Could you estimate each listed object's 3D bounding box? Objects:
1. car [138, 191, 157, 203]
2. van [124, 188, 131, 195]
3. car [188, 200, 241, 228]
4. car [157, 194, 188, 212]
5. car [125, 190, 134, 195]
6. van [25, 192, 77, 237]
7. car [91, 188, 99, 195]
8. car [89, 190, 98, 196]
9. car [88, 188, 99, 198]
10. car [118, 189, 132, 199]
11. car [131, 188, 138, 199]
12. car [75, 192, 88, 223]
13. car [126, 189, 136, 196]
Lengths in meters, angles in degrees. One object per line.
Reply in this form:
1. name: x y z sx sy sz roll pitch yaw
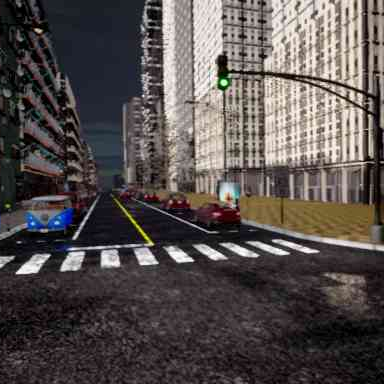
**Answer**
1. car: -5.722 0.560 44.960 1.967 1.590 4.097 -1 1 -15
2. van: -16.983 -0.259 87.716 1.690 1.788 3.998 -1 1 -15
3. car: 1.316 1.169 18.239 1.802 1.307 4.206 -1 1 -15
4. car: -1.500 0.839 28.926 1.967 1.590 4.097 -1 1 -15
5. car: -15.573 0.070 82.375 1.802 1.307 4.206 -1 1 -15
6. van: -6.790 1.082 16.104 1.690 1.788 3.998 -1 1 -15
7. car: -26.493 -0.218 90.929 2.192 1.841 5.009 -1 1 -15
8. car: -23.677 0.208 80.244 1.947 1.339 4.313 -1 1 -15
9. car: -19.456 0.351 64.208 1.967 1.590 4.097 -1 1 -15
10. car: -11.711 0.544 57.514 1.895 1.301 4.718 -1 1 -15
11. car: -8.537 0.489 55.651 2.008 1.369 4.403 -1 1 -15
12. car: -8.197 0.962 21.448 2.192 1.841 5.009 -1 1 -15
13. car: -14.166 0.128 77.030 2.008 1.369 4.403 -1 1 -15
